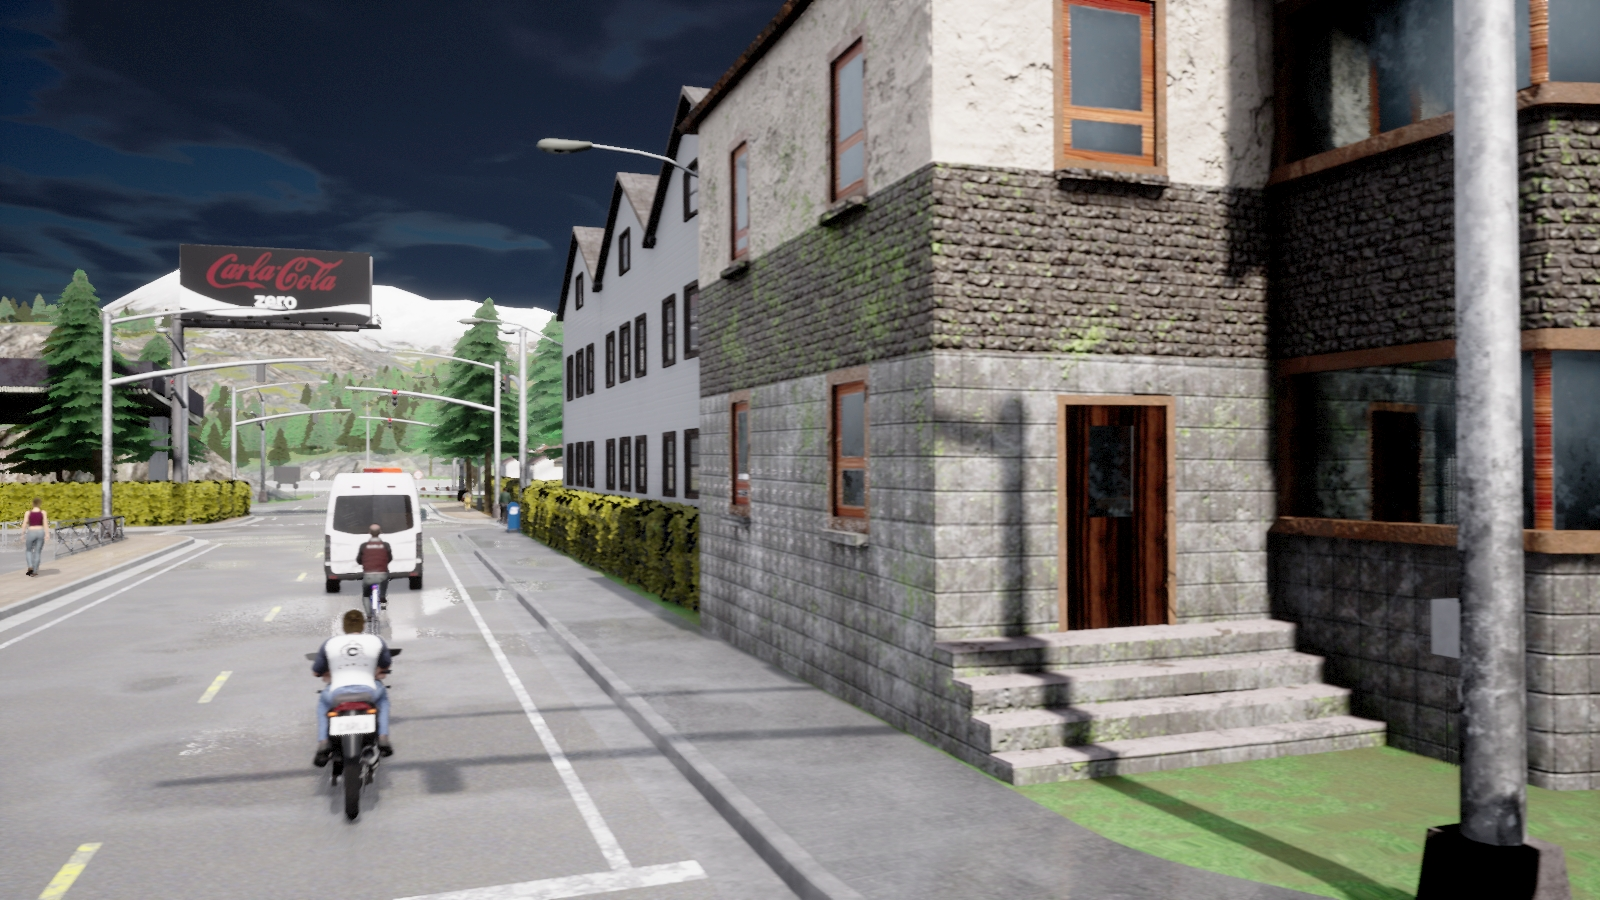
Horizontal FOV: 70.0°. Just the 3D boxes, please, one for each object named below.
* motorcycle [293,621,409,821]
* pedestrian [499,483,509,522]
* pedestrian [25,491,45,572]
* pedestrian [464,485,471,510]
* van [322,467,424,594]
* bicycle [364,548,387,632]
[{"bbox_3d":[-3.691,2.144,9.440,0.803,1.145,2.033,0,-1,-21],"label":"motorcycle"},{"bbox_3d":[-14.223,2.514,54.860,0.375,1.860,0.375,0,-1,-25],"label":"pedestrian"},{"bbox_3d":[-17.778,1.881,26.551,0.375,1.860,0.375,0,-1,-34],"label":"pedestrian"},{"bbox_3d":[-17.973,2.559,61.735,0.375,1.300,0.375,0,-1,-20],"label":"pedestrian"},{"bbox_3d":[-9.806,1.683,26.422,1.988,2.561,5.915,0,-1,-20],"label":"van"},{"bbox_3d":[-6.949,2.259,18.705,0.329,1.171,1.835,0,0,-20],"label":"bicycle"}]
